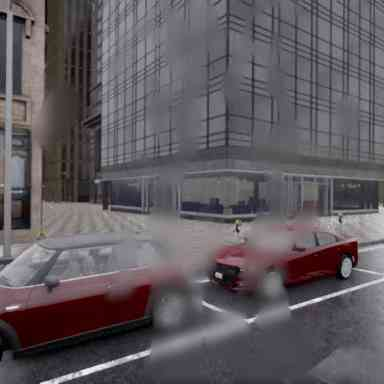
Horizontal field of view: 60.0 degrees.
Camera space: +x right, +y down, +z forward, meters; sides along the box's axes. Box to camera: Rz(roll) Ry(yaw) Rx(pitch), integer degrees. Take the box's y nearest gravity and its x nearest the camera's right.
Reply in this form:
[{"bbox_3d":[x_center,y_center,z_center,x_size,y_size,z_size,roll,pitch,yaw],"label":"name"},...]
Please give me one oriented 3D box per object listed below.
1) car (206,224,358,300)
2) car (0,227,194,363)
[{"bbox_3d":[2.412,1.546,8.431,4.507,1.381,1.887,0,1,-35],"label":"car"},{"bbox_3d":[-2.050,1.440,5.286,4.097,1.590,1.967,0,1,-35],"label":"car"}]
